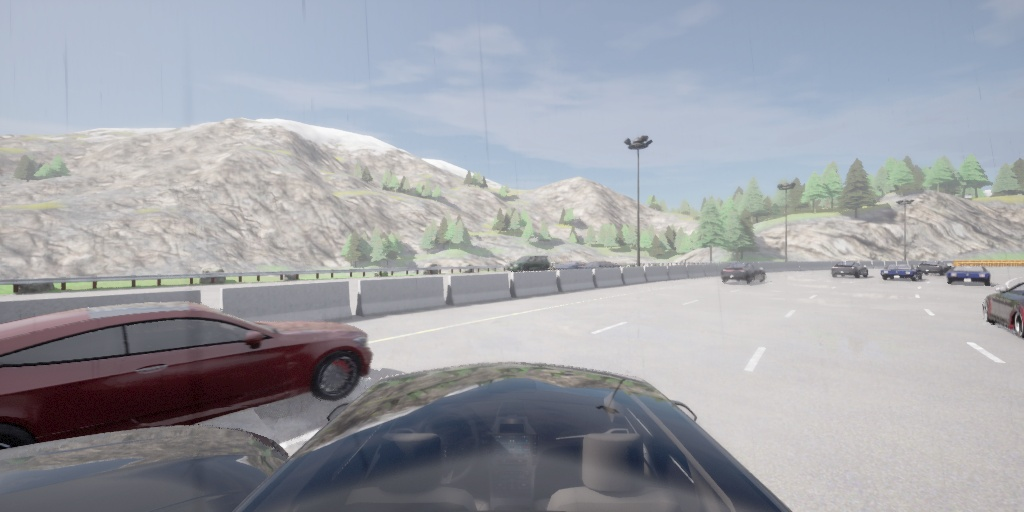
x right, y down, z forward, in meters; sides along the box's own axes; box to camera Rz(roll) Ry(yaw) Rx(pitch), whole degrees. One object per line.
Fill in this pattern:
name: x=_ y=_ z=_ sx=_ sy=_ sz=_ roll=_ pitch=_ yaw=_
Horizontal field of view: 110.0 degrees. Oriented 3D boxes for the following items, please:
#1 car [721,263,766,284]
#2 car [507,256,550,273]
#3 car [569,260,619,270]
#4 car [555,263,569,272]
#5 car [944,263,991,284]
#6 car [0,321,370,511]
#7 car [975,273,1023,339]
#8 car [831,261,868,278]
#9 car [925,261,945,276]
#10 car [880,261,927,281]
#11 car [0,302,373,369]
car: x=17.318 y=1.239 z=26.762 sx=4.902 sy=1.511 sz=2.128 roll=0 pitch=0 yaw=-40
car: x=2.012 y=0.970 z=41.517 sx=5.566 sy=2.045 sz=2.150 roll=0 pitch=0 yaw=-41
car: x=7.764 y=1.227 z=32.564 sx=5.008 sy=1.535 sz=1.882 roll=0 pitch=0 yaw=-42
car: x=7.317 y=1.297 z=41.438 sx=5.357 sy=1.411 sz=2.033 roll=0 pitch=0 yaw=-40
car: x=32.990 y=1.351 z=25.865 sx=4.718 sy=1.301 sz=1.895 roll=0 pitch=0 yaw=-37
car: x=-2.981 y=1.255 z=0.477 sx=4.892 sy=1.490 sz=1.837 roll=0 pitch=0 yaw=-45
car: x=13.910 y=1.313 z=9.054 sx=1.994 sy=1.385 sz=4.181 roll=0 pitch=0 yaw=44
car: x=31.376 y=1.242 z=33.286 sx=4.902 sy=1.511 sz=2.128 roll=0 pitch=0 yaw=-35
car: x=43.314 y=1.242 z=36.808 sx=4.902 sy=1.511 sz=2.128 roll=0 pitch=0 yaw=-31
car: x=32.309 y=1.351 z=29.677 sx=4.718 sy=1.301 sz=1.895 roll=0 pitch=0 yaw=-35
car: x=-4.032 y=1.276 z=4.235 sx=1.812 sy=1.442 sz=4.674 roll=0 pitch=0 yaw=37
